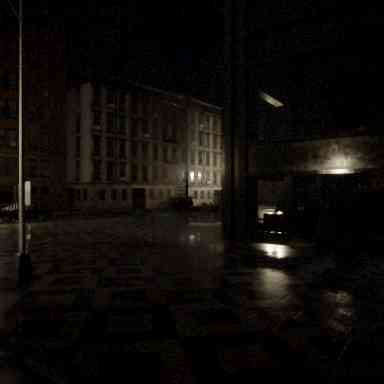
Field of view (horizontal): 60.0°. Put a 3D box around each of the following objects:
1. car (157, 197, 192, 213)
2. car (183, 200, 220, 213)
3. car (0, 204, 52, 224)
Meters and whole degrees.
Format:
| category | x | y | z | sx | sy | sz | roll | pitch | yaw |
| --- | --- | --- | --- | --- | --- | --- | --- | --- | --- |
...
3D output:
| category | x | y | z | sx | sy | sz | roll | pitch | yaw |
| --- | --- | --- | --- | --- | --- | --- | --- | --- | --- |
| car | -2.099 | 1.637 | 44.069 | 2.150 | 2.045 | 5.566 | 0 | -1 | 43 |
| car | 1.456 | 2.029 | 43.123 | 1.895 | 1.301 | 4.718 | 0 | -1 | 43 |
| car | -13.764 | 1.697 | 26.616 | 2.128 | 1.511 | 4.902 | 0 | -1 | 42 |
